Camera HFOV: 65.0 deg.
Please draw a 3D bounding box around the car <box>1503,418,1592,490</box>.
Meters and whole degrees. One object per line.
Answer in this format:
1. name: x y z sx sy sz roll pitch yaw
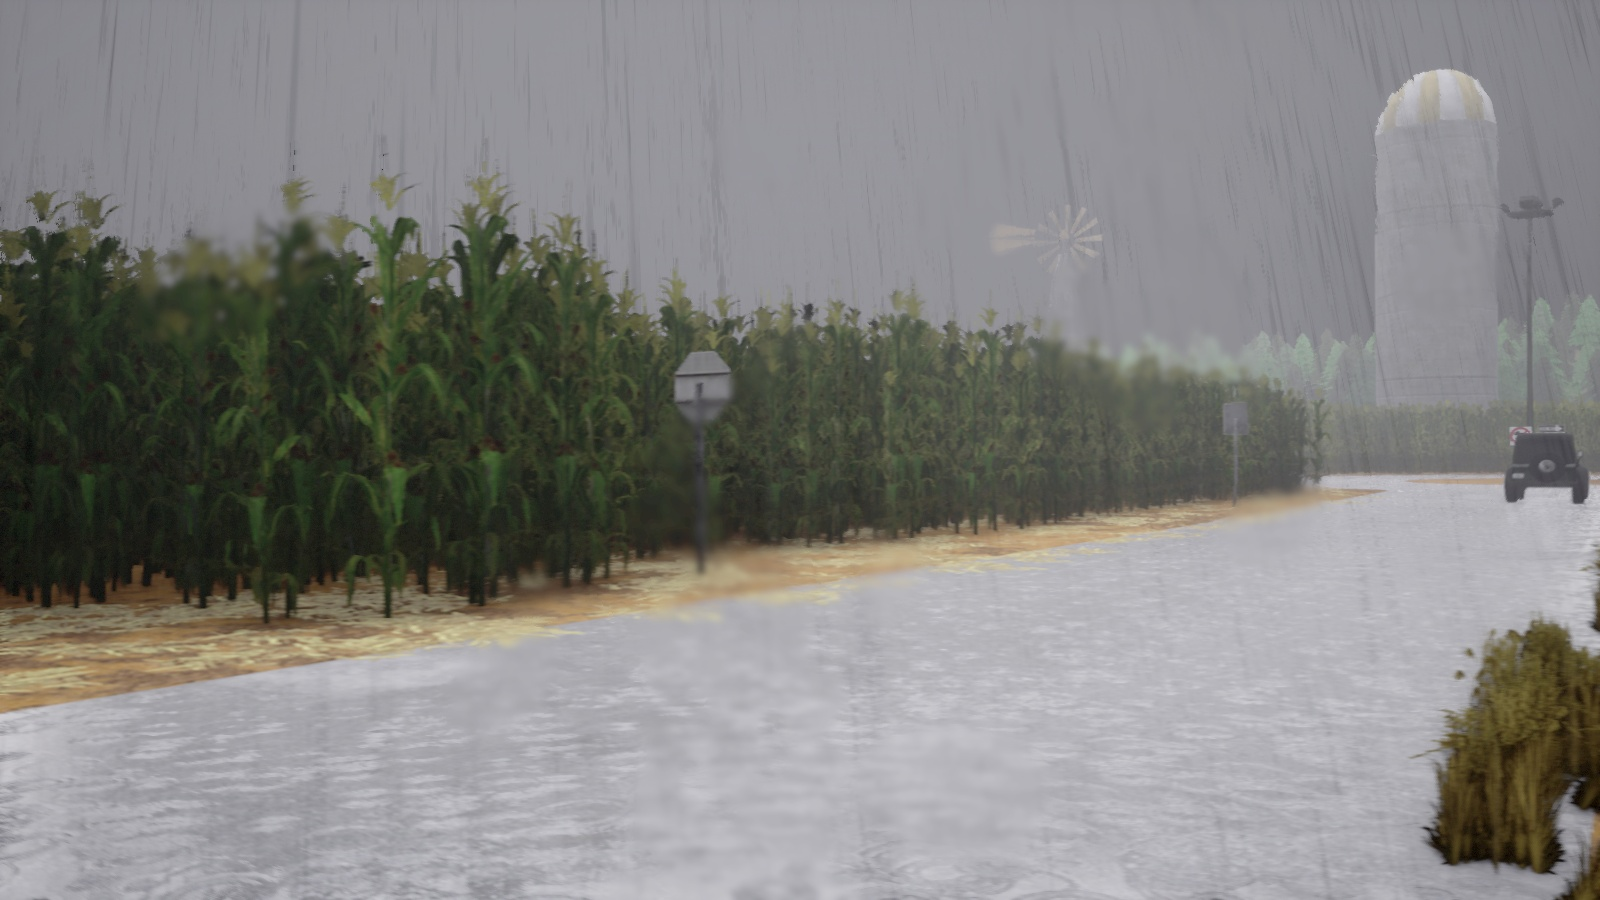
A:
1. car: 20.873 0.094 34.998 1.905 1.878 3.866 -1 0 34
